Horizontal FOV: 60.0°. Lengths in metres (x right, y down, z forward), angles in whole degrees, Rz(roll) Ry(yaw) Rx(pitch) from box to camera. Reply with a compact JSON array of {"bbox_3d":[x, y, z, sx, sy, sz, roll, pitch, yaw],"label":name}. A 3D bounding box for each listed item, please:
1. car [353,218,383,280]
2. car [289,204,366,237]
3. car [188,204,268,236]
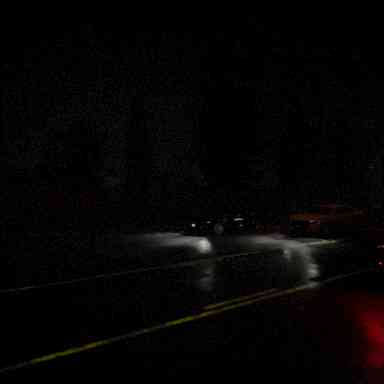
[{"bbox_3d":[6.454,1.441,8.349,4.902,1.511,2.128,0,0,-36],"label":"car"},{"bbox_3d":[7.260,1.397,17.706,5.008,1.535,1.882,0,0,-35],"label":"car"},{"bbox_3d":[2.054,1.445,18.323,4.892,1.490,1.837,0,0,-35],"label":"car"}]
